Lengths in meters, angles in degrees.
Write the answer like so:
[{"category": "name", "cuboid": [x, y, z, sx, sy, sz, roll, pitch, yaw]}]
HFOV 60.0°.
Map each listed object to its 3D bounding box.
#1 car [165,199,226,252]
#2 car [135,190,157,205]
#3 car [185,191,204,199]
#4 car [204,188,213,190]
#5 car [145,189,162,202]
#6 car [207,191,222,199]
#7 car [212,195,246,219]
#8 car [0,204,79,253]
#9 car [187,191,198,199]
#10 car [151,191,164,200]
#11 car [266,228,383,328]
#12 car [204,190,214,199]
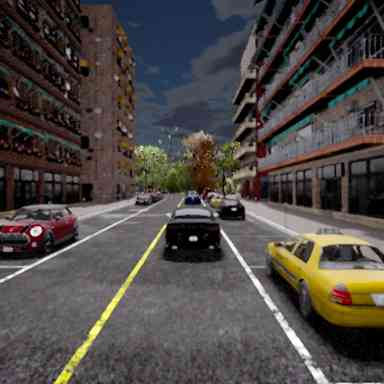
[{"category": "car", "cuboid": [0.026, 1.249, 12.773, 1.882, 1.535, 5.008, 0, 1, 0]}, {"category": "car", "cuboid": [-5.809, 0.839, 40.140, 2.008, 1.369, 4.403, 1, 1, 0]}, {"category": "car", "cuboid": [0.102, 0.818, 42.063, 1.994, 1.385, 4.181, 0, 1, 0]}, {"category": "car", "cuboid": [2.841, 0.311, 56.804, 2.192, 1.841, 5.009, 1, 1, 0]}, {"category": "car", "cuboid": [-5.806, 0.506, 45.703, 2.192, 1.841, 5.009, 1, 1, 0]}, {"category": "car", "cuboid": [2.838, 0.909, 34.709, 1.752, 1.417, 4.829, 1, 1, 0]}, {"category": "car", "cuboid": [2.772, 1.138, 24.047, 1.947, 1.339, 4.313, 1, 1, 0]}, {"category": "car", "cuboid": [-5.697, 1.220, 12.301, 1.967, 1.590, 4.097, 1, 1, 0]}, {"category": "car", "cuboid": [0.102, 0.497, 58.230, 1.812, 1.442, 4.674, 0, 1, 0]}, {"category": "car", "cuboid": [-5.810, 0.578, 56.842, 1.802, 1.307, 4.206, 1, 1, 0]}, {"category": "car", "cuboid": [2.710, 1.401, 6.873, 1.752, 1.417, 4.829, 1, 1, 0]}, {"category": "car", "cuboid": [2.838, 0.742, 45.674, 2.008, 1.369, 4.403, 1, 1, 0]}]
